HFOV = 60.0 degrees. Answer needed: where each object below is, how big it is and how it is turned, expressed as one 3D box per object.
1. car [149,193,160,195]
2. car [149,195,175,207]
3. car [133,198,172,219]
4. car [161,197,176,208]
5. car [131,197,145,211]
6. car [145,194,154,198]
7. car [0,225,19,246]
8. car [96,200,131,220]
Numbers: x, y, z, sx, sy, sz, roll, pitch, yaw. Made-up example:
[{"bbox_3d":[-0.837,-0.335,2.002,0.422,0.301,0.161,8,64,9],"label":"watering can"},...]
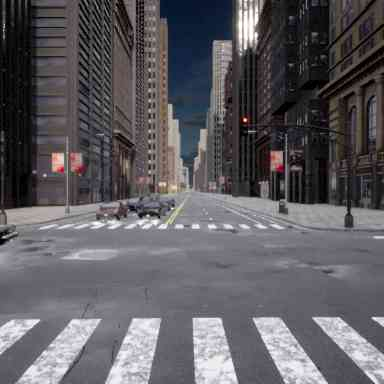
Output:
[{"bbox_3d":[-6.683,1.175,57.821,2.150,2.045,5.566,0,0,1],"label":"car"},{"bbox_3d":[-3.428,1.469,39.200,2.128,1.511,4.902,0,0,0],"label":"car"},{"bbox_3d":[-3.385,1.533,29.460,2.033,1.411,5.357,0,0,4],"label":"car"},{"bbox_3d":[-3.457,1.514,49.751,2.033,1.411,5.357,0,0,0],"label":"car"},{"bbox_3d":[-6.677,1.580,37.132,1.895,1.301,4.718,0,0,0],"label":"car"},{"bbox_3d":[-6.698,1.474,47.372,1.837,1.490,4.892,0,0,0],"label":"car"},{"bbox_3d":[-9.272,1.614,12.593,4.718,1.301,1.895,-1,0,-15],"label":"car"},{"bbox_3d":[-6.656,1.512,28.024,1.812,1.442,4.674,0,0,0],"label":"car"}]
